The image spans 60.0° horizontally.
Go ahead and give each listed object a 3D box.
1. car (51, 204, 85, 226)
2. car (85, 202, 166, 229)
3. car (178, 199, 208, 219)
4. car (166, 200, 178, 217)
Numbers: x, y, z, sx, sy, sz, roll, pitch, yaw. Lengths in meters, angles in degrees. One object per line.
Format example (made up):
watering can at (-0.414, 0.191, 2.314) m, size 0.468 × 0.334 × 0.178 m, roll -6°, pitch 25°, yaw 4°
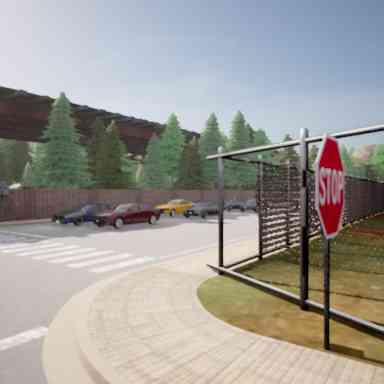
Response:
car at (-7.222, 1.544, 23.873) m, size 2.033 × 1.411 × 5.357 m, roll 0°, pitch 0°, yaw 36°
car at (-4.220, 1.475, 22.050) m, size 1.882 × 1.535 × 5.008 m, roll 0°, pitch 0°, yaw 36°
car at (1.060, 1.561, 29.325) m, size 1.994 × 1.385 × 4.181 m, roll 0°, pitch 0°, yaw 36°
car at (-1.473, 1.474, 31.796) m, size 1.882 × 1.535 × 5.008 m, roll 0°, pitch 0°, yaw 36°
